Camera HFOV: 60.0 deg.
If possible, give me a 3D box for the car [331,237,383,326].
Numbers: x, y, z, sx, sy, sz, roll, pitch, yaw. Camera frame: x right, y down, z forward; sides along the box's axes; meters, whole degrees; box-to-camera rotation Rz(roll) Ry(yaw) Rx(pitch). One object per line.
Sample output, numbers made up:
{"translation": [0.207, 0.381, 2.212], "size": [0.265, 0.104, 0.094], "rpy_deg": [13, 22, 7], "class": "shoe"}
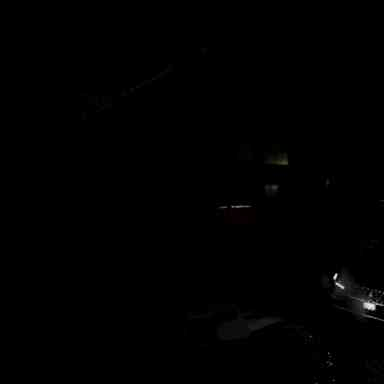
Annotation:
{"translation": [4.665, 1.499, 6.536], "size": [4.892, 1.490, 1.837], "rpy_deg": [0, 0, -37], "class": "car"}
